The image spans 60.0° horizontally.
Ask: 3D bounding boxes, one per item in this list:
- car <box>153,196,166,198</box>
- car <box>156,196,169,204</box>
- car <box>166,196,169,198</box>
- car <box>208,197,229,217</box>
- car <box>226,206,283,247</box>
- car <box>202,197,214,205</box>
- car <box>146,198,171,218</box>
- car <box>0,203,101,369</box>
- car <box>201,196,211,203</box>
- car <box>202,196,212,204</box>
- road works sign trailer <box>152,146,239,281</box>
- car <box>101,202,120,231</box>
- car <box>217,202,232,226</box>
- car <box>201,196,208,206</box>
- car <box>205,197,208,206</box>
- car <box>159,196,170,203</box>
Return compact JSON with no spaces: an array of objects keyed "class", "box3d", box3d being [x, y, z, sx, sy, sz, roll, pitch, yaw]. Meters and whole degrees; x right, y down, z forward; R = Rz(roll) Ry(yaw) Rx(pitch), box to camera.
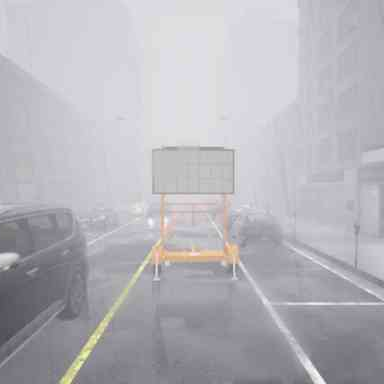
[{"class":"car","box3d":[-5.691,1.452,53.328,1.967,1.590,4.097,-1,0,0]},{"class":"car","box3d":[-5.672,1.571,64.338,2.008,1.369,4.403,-1,0,0]},{"class":"car","box3d":[-5.681,1.582,58.833,1.947,1.339,4.313,-1,0,0]},{"class":"car","box3d":[2.799,1.441,31.294,1.967,1.590,4.097,-1,0,0]},{"class":"car","box3d":[2.775,1.548,14.778,2.008,1.369,4.403,-1,0,0]},{"class":"car","box3d":[2.844,1.561,58.819,1.887,1.381,4.507,-1,0,0]},{"class":"car","box3d":[-2.953,1.565,30.234,1.994,1.385,4.181,0,0,0]},{"class":"car","box3d":[-3.094,1.220,4.400,2.150,2.045,5.566,0,0,0]},{"class":"car","box3d":[2.861,1.570,69.830,1.887,1.381,4.507,-1,0,0]},{"class":"car","box3d":[2.853,1.566,64.325,1.887,1.381,4.507,-1,0,0]},{"class":"road works sign trailer","box3d":[0.039,0.462,9.886,2.380,3.560,2.880,0,0,-2]},{"class":"car","box3d":[-5.743,1.438,20.297,1.967,1.590,4.097,-1,0,0]},{"class":"car","box3d":[2.783,1.543,20.284,1.887,1.381,4.507,-1,0,0]},{"class":"car","box3d":[2.836,1.579,53.315,1.947,1.339,4.313,-1,0,0]},{"class":"car","box3d":[2.809,1.548,36.799,1.887,1.381,4.507,-1,0,0]},{"class":"car","box3d":[-5.664,1.570,69.844,1.887,1.381,4.507,-1,0,0]}]
